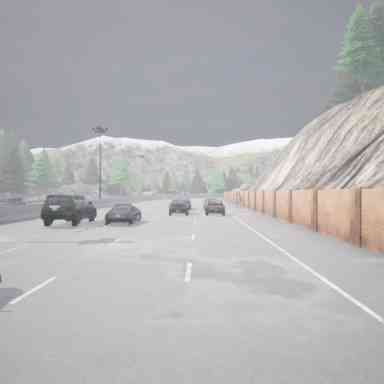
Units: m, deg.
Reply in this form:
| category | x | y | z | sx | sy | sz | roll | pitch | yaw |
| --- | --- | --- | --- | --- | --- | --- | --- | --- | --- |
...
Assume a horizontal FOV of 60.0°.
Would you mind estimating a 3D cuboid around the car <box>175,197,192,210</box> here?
| category | x | y | z | sx | sy | sz | roll | pitch | yaw |
| --- | --- | --- | --- | --- | --- | --- | --- | --- | --- |
| car | -1.050 | 1.478 | 43.482 | 1.882 | 1.535 | 5.008 | 0 | 0 | 1 |

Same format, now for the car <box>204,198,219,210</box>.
| category | x | y | z | sx | sy | sz | roll | pitch | yaw |
| --- | --- | --- | --- | --- | --- | --- | --- | --- | --- |
| car | 2.446 | 1.526 | 43.277 | 1.812 | 1.442 | 4.674 | 0 | 0 | 1 |

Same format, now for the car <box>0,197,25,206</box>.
| category | x | y | z | sx | sy | sz | roll | pitch | yaw |
| --- | --- | --- | --- | --- | --- | --- | --- | --- | --- |
| car | -18.882 | 1.351 | 33.737 | 2.097 | 1.767 | 4.553 | 0 | 0 | 2 |

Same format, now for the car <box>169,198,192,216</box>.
| category | x | y | z | sx | sy | sz | roll | pitch | yaw |
| --- | --- | --- | --- | --- | --- | --- | --- | --- | --- |
| car | -1.263 | 1.505 | 33.038 | 1.837 | 1.490 | 4.892 | 0 | 0 | 1 |

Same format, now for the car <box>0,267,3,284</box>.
| category | x | y | z | sx | sy | sz | roll | pitch | yaw |
| --- | --- | --- | --- | --- | --- | --- | --- | --- | --- |
| car | -5.321 | 1.564 | 5.856 | 1.994 | 1.385 | 4.181 | 0 | 0 | 1 |

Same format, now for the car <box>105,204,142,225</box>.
| category | x | y | z | sx | sy | sz | roll | pitch | yaw |
| --- | --- | --- | --- | --- | --- | --- | --- | --- | --- |
| car | -4.941 | 1.564 | 24.344 | 1.994 | 1.385 | 4.181 | 0 | 0 | 1 |

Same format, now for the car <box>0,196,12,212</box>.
| category | x | y | z | sx | sy | sz | roll | pitch | yaw |
| --- | --- | --- | --- | --- | --- | --- | --- | --- | --- |
| car | -22.285 | 1.359 | 36.979 | 2.097 | 1.767 | 4.553 | 0 | 0 | 1 |

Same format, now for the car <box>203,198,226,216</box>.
| category | x | y | z | sx | sy | sz | roll | pitch | yaw |
| --- | --- | --- | --- | --- | --- | --- | --- | --- | --- |
| car | 2.234 | 1.491 | 32.831 | 2.128 | 1.511 | 4.902 | 0 | 0 | 1 |

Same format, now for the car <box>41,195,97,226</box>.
| category | x | y | z | sx | sy | sz | roll | pitch | yaw |
| --- | --- | --- | --- | --- | --- | --- | --- | --- | --- |
| car | -8.462 | 1.214 | 23.310 | 2.150 | 2.045 | 5.566 | 0 | -1 | 1 |
